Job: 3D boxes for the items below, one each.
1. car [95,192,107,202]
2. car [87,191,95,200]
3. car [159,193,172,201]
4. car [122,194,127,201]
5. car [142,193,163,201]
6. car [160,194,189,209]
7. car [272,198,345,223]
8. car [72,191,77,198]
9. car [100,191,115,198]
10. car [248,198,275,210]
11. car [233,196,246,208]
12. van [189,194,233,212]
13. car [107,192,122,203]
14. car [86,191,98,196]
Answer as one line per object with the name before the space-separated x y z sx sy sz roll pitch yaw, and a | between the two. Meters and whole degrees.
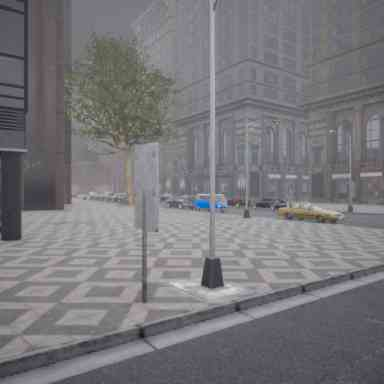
car | -14.261 0.911 56.187 2.008 1.369 4.403 1 0 -35
car | -17.483 0.831 60.788 2.008 1.369 4.403 1 0 -35
car | -4.058 0.881 56.481 1.967 1.590 4.097 1 0 -35
car | -7.720 1.051 46.845 1.752 1.417 4.829 1 0 -35
car | -7.282 0.911 61.082 2.008 1.369 4.403 1 0 -35
car | -1.372 1.231 37.778 2.008 1.369 4.403 1 0 -35
car | 8.393 1.398 23.829 1.752 1.417 4.829 1 0 -35
car | -27.147 0.484 74.592 1.967 1.590 4.097 1 0 -35
car | -20.169 0.588 79.485 1.887 1.381 4.507 1 0 -35
car | 8.828 1.315 38.073 1.947 1.339 4.313 1 0 -35
car | 5.608 1.224 42.674 1.887 1.381 4.507 1 0 -35
van | 1.852 1.091 33.175 1.690 1.788 3.998 1 0 -35
car | -11.039 0.992 51.586 2.008 1.369 4.403 1 0 -35
car | -26.613 0.472 88.687 1.802 1.307 4.206 1 0 -35
